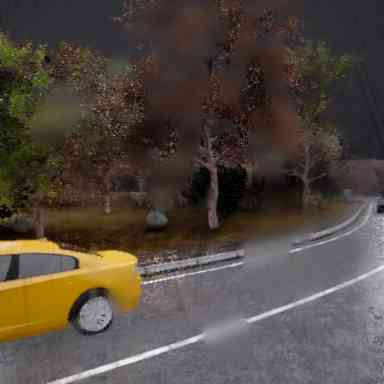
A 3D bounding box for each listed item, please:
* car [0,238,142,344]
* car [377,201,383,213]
[{"bbox_3d":[-3.269,1.568,5.341,5.008,1.535,1.882,0,-1,-35],"label":"car"},{"bbox_3d":[22.101,1.715,37.870,1.895,1.301,4.718,-1,-1,29],"label":"car"}]
